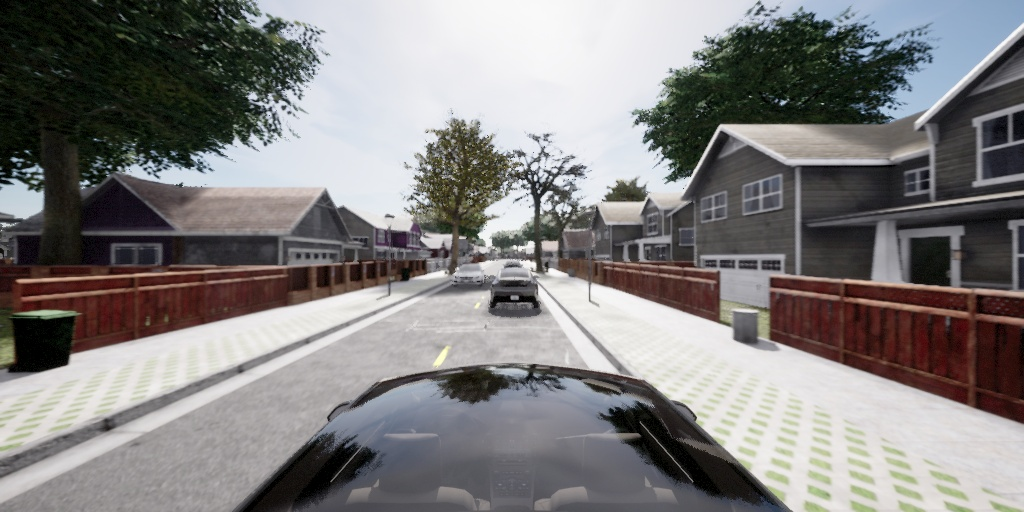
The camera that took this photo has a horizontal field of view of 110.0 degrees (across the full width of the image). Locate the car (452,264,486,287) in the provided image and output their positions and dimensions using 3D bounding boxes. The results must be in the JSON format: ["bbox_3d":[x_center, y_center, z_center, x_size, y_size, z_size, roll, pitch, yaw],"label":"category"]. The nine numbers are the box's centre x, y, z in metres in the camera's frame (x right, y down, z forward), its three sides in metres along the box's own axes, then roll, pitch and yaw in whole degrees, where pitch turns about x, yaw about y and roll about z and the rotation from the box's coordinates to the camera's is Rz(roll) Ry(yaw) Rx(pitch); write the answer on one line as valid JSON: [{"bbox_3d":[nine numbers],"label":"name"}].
[{"bbox_3d":[-2.755,1.239,23.983,1.812,1.442,4.674,0,0,0],"label":"car"}]

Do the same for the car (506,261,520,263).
[{"bbox_3d":[0.092,1.192,35.802,1.837,1.490,4.892,0,0,0],"label":"car"}]

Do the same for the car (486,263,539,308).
[{"bbox_3d":[0.097,1.235,15.158,1.837,1.490,4.892,0,0,0],"label":"car"}]
